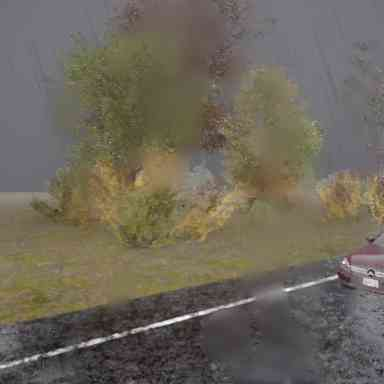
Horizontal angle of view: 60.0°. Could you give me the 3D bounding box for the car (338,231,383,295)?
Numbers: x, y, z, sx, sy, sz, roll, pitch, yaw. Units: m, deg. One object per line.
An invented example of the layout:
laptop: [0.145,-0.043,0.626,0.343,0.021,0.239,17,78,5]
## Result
car: [5.384,1.500,7.842,4.674,1.442,1.812,0,0,-35]
